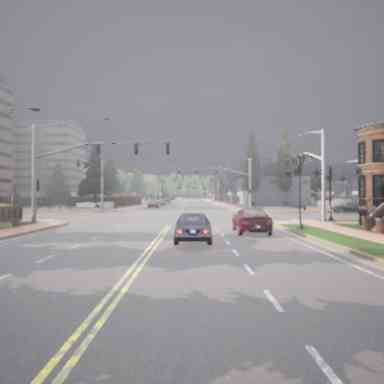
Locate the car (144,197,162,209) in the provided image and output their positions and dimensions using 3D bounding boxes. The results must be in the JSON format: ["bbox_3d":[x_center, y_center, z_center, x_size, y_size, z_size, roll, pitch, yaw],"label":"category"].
[{"bbox_3d":[-7.074,2.256,61.015,1.882,1.535,5.008,0,-1,0],"label":"car"}]

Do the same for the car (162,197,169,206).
[{"bbox_3d":[-7.028,2.450,76.191,1.882,1.535,5.008,0,-1,0],"label":"car"}]

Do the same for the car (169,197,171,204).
[{"bbox_3d":[-7.033,2.382,91.804,2.150,2.045,5.566,0,-1,0],"label":"car"}]

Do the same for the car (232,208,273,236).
[{"bbox_3d":[3.573,1.738,20.349,1.882,1.535,5.008,0,-1,0],"label":"car"}]

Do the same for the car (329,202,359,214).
[{"bbox_3d":[20.315,2.055,43.093,4.892,1.490,1.837,0,-1,-1],"label":"car"}]

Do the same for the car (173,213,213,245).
[{"bbox_3d":[0.055,1.762,16.720,2.033,1.411,5.357,0,-1,0],"label":"car"}]
